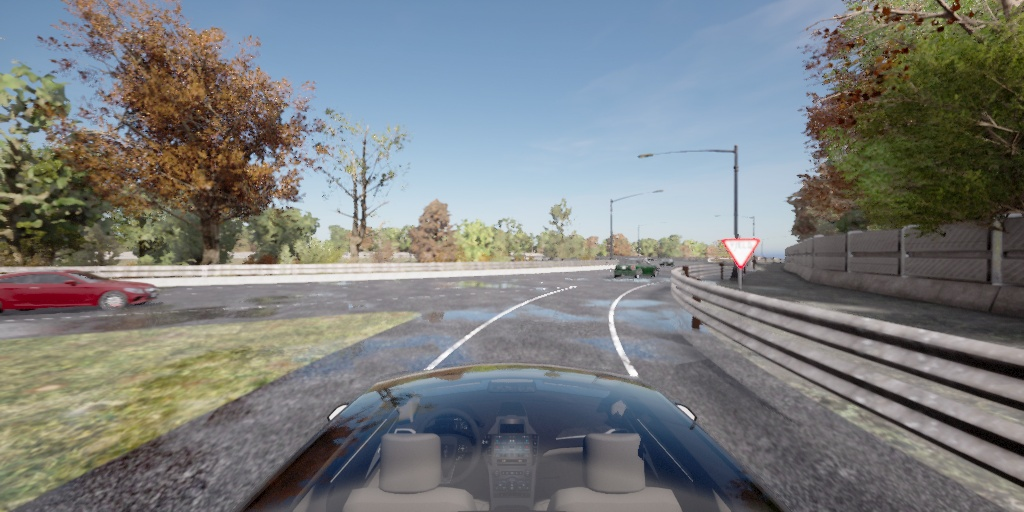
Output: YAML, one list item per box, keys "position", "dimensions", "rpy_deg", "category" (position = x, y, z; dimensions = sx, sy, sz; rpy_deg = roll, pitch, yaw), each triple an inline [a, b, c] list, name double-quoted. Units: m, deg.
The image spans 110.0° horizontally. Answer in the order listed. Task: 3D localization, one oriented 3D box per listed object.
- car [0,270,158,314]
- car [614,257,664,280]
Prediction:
- position: [-15.588, 1.201, 12.484]
  dimensions: [4.674, 1.442, 1.812]
  rpy_deg: [0, 0, -27]
  category: "car"
- position: [10.634, 0.991, 30.493]
  dimensions: [4.553, 1.767, 2.097]
  rpy_deg: [0, 0, -42]
  category: "car"
